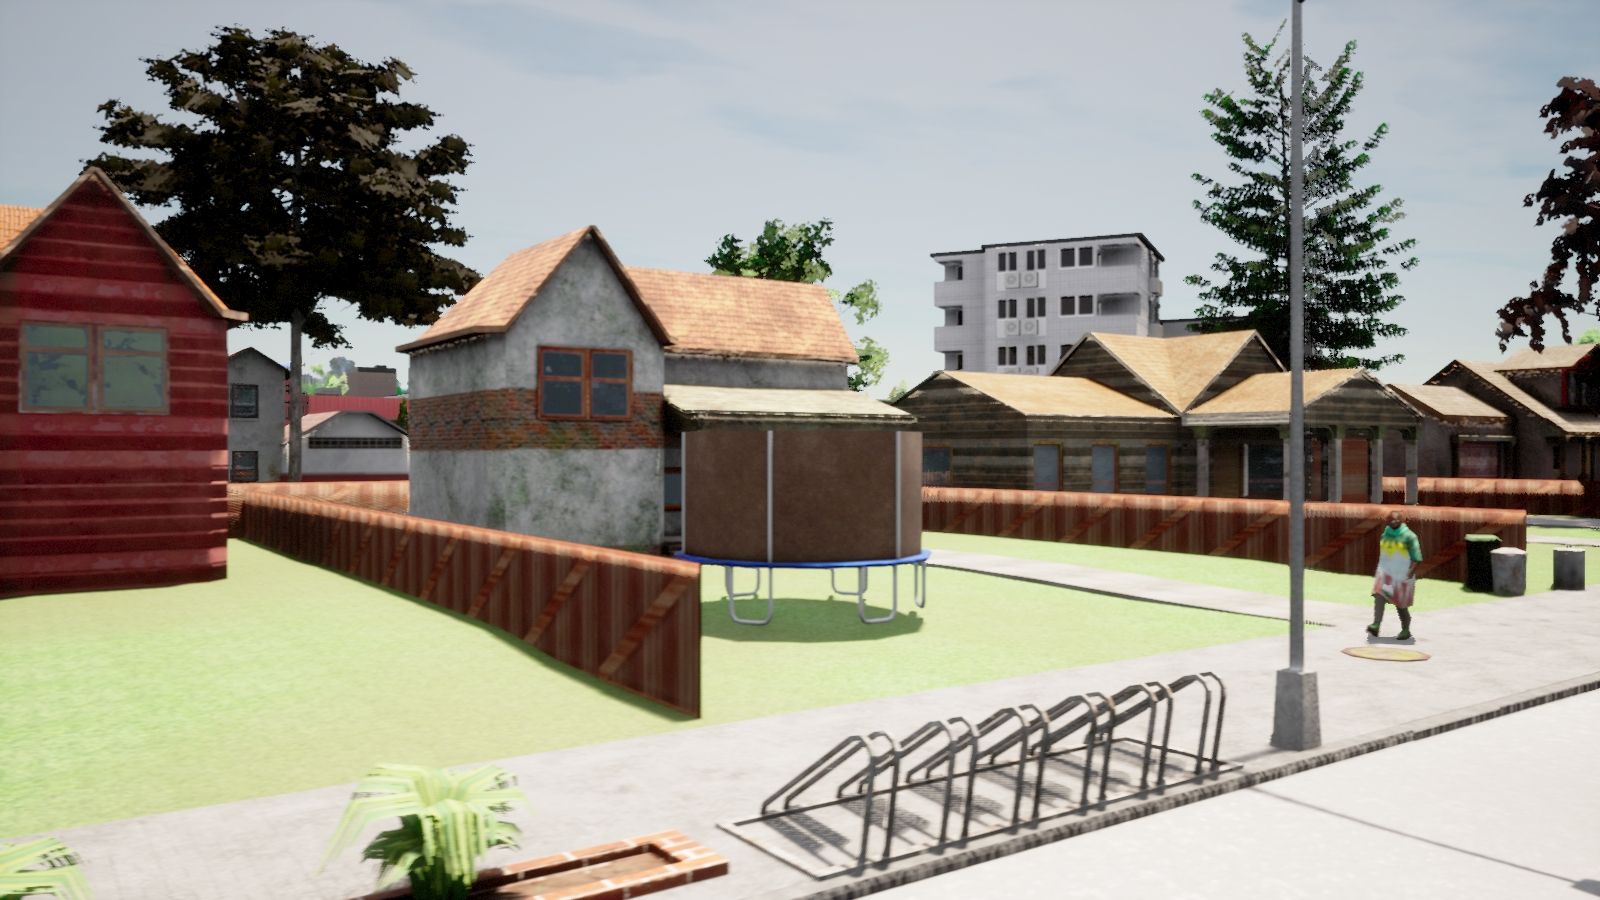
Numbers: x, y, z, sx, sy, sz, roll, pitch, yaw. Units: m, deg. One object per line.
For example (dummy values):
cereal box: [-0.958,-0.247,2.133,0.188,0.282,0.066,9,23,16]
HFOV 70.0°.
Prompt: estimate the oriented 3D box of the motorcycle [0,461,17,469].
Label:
motorcycle: [-115.872,2.186,167.367,2.033,1.199,0.803,0,0,-35]

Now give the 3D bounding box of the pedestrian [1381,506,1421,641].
pedestrian: [8.524,1.743,16.210,0.375,1.860,0.375,0,0,-34]
